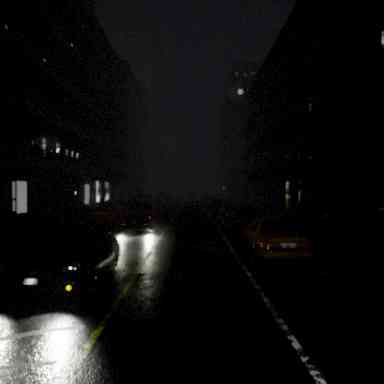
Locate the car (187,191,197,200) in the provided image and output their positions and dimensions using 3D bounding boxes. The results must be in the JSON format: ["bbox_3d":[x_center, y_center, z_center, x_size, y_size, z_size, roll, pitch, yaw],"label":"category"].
[{"bbox_3d":[0.072,0.722,75.411,2.150,2.045,5.566,0,0,0],"label":"car"}]

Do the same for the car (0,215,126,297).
[{"bbox_3d":[-3.099,1.502,8.318,1.994,1.385,4.181,0,0,-1],"label":"car"}]

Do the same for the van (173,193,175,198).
[{"bbox_3d":[-5.618,0.833,78.024,1.690,1.788,3.998,0,0,0],"label":"van"}]

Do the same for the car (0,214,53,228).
[{"bbox_3d":[-5.679,1.481,11.447,1.947,1.339,4.313,0,0,0],"label":"car"}]

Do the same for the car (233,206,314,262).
[{"bbox_3d":[2.702,1.439,11.608,1.752,1.417,4.829,0,0,0],"label":"car"}]

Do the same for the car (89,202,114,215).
[{"bbox_3d":[-5.669,1.360,22.374,1.752,1.417,4.829,0,0,0],"label":"car"}]

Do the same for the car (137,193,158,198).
[{"bbox_3d":[-5.653,1.027,39.185,2.192,1.841,5.009,0,0,0],"label":"car"}]

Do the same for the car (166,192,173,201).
[{"bbox_3d":[-5.628,0.865,66.927,2.192,1.841,5.009,0,0,0],"label":"car"}]

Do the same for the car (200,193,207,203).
[{"bbox_3d":[2.742,1.155,55.822,1.887,1.381,4.507,0,0,0],"label":"car"}]

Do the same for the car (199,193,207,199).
[{"bbox_3d":[2.768,1.030,83.566,1.947,1.339,4.313,0,0,0],"label":"car"}]

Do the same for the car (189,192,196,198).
[{"bbox_3d":[0.082,0.790,85.803,1.882,1.535,5.008,0,0,0],"label":"car"}]

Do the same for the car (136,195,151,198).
[{"bbox_3d":[-5.659,1.317,33.640,1.947,1.339,4.313,0,0,0],"label":"car"}]

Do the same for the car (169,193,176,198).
[{"bbox_3d":[-5.603,0.939,94.499,1.752,1.417,4.829,0,0,0],"label":"car"}]

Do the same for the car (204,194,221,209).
[{"bbox_3d":[2.727,1.256,39.179,1.887,1.381,4.507,0,0,0],"label":"car"}]

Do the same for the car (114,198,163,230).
[{"bbox_3d":[-3.067,1.328,20.177,1.882,1.535,5.008,0,0,0],"label":"car"}]

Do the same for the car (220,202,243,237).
[{"bbox_3d":[2.707,1.418,16.987,1.887,1.381,4.507,0,0,0],"label":"car"}]

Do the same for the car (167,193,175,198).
[{"bbox_3d":[-5.608,0.989,89.122,2.008,1.369,4.403,0,0,0],"label":"car"}]

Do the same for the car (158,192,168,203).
[{"bbox_3d":[-5.638,1.161,55.831,2.008,1.369,4.403,0,0,0],"label":"car"}]

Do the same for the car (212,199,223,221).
[{"bbox_3d":[2.711,1.383,22.536,2.008,1.369,4.403,0,0,0],"label":"car"}]
